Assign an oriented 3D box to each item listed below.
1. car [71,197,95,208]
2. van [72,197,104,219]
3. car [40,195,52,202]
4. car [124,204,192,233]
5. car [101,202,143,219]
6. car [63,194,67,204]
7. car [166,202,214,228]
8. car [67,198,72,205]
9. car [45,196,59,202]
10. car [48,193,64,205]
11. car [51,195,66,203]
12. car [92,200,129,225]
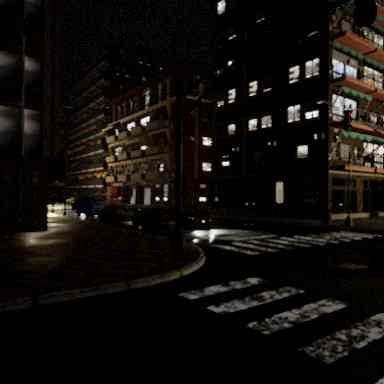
[{"bbox_3d":[-15.979,1.501,48.741,1.882,1.535,5.008,1,-1,-36],"label":"car"},{"bbox_3d":[-8.725,1.327,28.724,1.690,1.788,3.998,1,0,-36],"label":"van"},{"bbox_3d":[-35.066,1.567,79.745,1.752,1.417,4.829,1,0,-36],"label":"car"},{"bbox_3d":[-2.118,1.587,19.524,1.802,1.307,4.206,1,0,-36],"label":"car"},{"bbox_3d":[-6.359,1.616,29.862,1.895,1.301,4.718,1,0,-36],"label":"car"},{"bbox_3d":[-21.849,1.562,61.348,1.752,1.417,4.829,1,0,-36],"label":"car"},{"bbox_3d":[-0.460,1.596,21.646,1.994,1.385,4.181,1,0,-36],"label":"car"},{"bbox_3d":[-12.427,1.506,38.330,1.837,1.490,4.892,1,0,-35],"label":"car"},{"bbox_3d":[-31.662,1.603,75.006,1.947,1.339,4.313,1,0,-36],"label":"car"},{"bbox_3d":[-24.395,1.230,60.457,2.150,2.045,5.566,1,0,-36],"label":"car"},{"bbox_3d":[-28.358,1.475,70.409,1.967,1.590,4.097,1,0,-36],"label":"car"},{"bbox_3d":[-5.322,1.520,23.985,1.752,1.417,4.829,1,0,-36],"label":"car"}]
